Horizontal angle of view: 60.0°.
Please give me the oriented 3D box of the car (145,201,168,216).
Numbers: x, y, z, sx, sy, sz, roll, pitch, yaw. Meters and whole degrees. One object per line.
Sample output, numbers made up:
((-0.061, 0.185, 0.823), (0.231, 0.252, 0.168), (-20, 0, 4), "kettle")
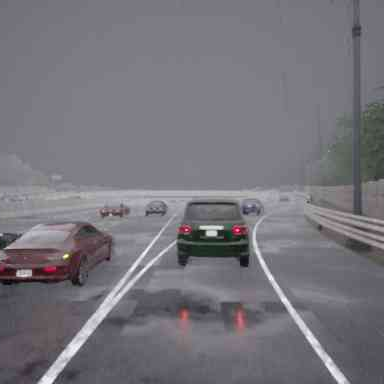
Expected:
((-3.489, 1.608, 33.243), (2.033, 1.411, 5.357), (0, 0, 0), "car")

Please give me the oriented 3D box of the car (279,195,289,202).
((20.556, 1.352, 74.454), (2.097, 1.767, 4.553), (-1, 1, 17), "car")

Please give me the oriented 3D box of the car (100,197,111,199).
((-20.976, 2.362, 83.744), (2.128, 1.511, 4.902), (0, -1, 0), "car")

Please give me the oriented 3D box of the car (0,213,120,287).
((-3.498, 1.530, 9.252), (1.812, 1.442, 4.674), (0, 0, 0), "car")

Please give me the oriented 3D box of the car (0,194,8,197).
((-46.042, 1.385, 80.618), (1.837, 1.490, 4.892), (1, 1, -14), "car")

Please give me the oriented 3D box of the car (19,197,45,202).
((-24.529, 1.798, 52.639), (2.033, 1.411, 5.357), (0, -1, 1), "car")

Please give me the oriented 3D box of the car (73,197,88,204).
((-27.976, 2.189, 83.687), (2.097, 1.767, 4.553), (0, -1, 0), "car")

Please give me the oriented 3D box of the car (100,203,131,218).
((-6.891, 1.646, 30.410), (1.895, 1.301, 4.718), (0, 0, 0), "car")

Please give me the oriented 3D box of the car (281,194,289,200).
((23.537, 1.299, 84.182), (1.895, 1.301, 4.718), (-1, 1, 16), "car")

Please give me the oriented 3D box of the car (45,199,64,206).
((-27.980, 2.094, 67.867), (1.895, 1.301, 4.718), (0, -1, 0), "car")

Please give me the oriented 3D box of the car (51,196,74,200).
((-21.037, 1.762, 53.151), (1.837, 1.490, 4.892), (0, 0, 1), "car")

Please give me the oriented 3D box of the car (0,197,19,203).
((-28.024, 1.849, 52.501), (1.895, 1.301, 4.718), (0, -1, 1), "car")

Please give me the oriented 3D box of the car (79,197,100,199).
((-20.980, 2.035, 68.420), (1.812, 1.442, 4.674), (0, -1, 0), "car")

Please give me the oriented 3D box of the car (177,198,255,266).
((0.834, 1.223, 11.743), (2.150, 2.045, 5.566), (0, 0, 6), "car")

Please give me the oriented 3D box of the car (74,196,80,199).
((-24.481, 1.734, 68.358), (2.150, 2.045, 5.566), (0, -1, 0), "car")

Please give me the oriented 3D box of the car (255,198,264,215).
((6.256, 1.441, 34.450), (2.097, 1.767, 4.553), (-1, -1, 18), "car")

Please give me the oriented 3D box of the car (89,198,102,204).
((-24.475, 2.346, 84.141), (1.837, 1.490, 4.892), (0, -1, 0), "car")
